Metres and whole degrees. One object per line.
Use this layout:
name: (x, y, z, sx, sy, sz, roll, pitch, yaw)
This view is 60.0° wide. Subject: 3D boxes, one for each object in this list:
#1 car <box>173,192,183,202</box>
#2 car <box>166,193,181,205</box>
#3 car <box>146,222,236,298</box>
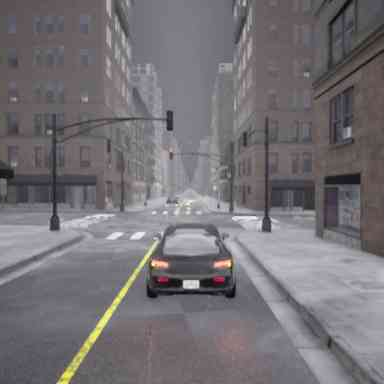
car: (-3.153, 0.950, 69.810, 2.150, 2.045, 5.566, 0, 0, 0)
car: (-3.195, 1.288, 54.374, 1.837, 1.490, 4.892, 0, 0, 0)
car: (-0.012, 1.481, 8.278, 1.812, 1.442, 4.674, 0, 0, 0)
